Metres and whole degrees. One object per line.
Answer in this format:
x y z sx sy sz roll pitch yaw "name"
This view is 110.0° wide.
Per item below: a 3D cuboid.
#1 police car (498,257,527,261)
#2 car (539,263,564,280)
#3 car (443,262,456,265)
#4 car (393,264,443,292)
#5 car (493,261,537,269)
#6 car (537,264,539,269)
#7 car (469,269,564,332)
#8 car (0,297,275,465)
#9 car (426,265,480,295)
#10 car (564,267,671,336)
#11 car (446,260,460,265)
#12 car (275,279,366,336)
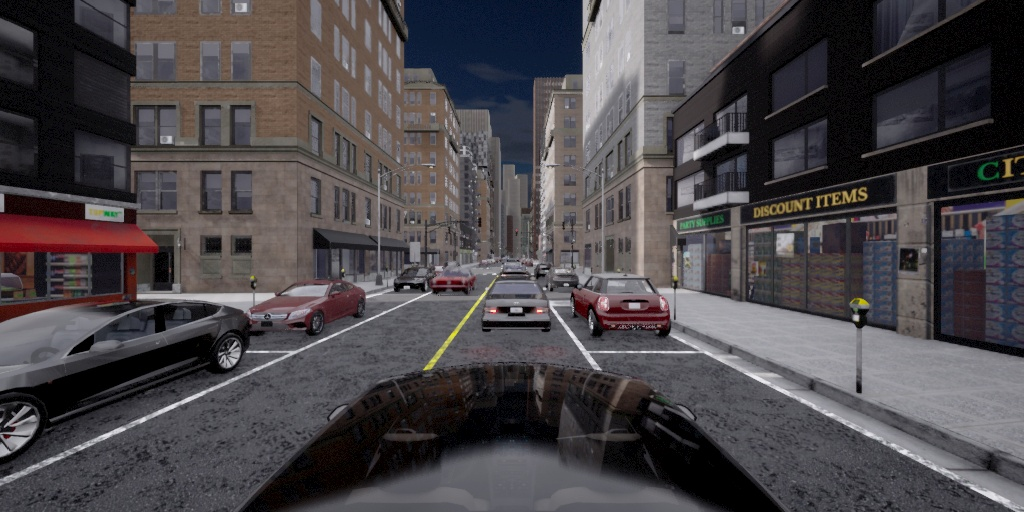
0.076 1.177 31.353 1.930 1.638 5.238 0 0 0 "police car"
2.907 1.301 21.340 2.007 1.370 4.403 0 0 0 "car"
-5.604 1.333 26.864 1.802 1.307 4.207 0 0 0 "car"
-5.618 1.316 21.363 1.948 1.339 4.313 0 0 0 "car"
0.149 1.242 21.334 2.128 1.511 4.902 0 0 0 "car"
2.937 1.318 32.342 1.948 1.339 4.313 0 0 0 "car"
0.119 1.297 10.811 2.033 1.411 5.357 0 0 0 "car"
-5.663 1.315 4.859 1.948 1.339 4.313 0 0 0 "car"
-3.045 1.351 19.579 1.895 1.301 4.718 0 0 0 "car"
2.878 1.189 10.337 1.967 1.591 4.097 0 0 0 "car"
-5.588 1.192 32.366 1.967 1.591 4.097 0 0 0 "car"
-5.648 1.331 10.361 1.802 1.307 4.207 0 0 0 "car"
